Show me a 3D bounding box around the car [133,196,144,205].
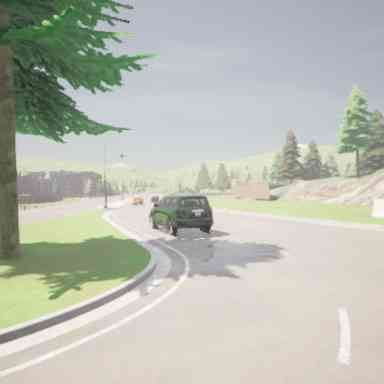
[{"bbox_3d":[-10.023,1.550,62.136,1.882,1.535,5.008,-2,0,-8],"label":"car"}]

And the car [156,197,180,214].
[{"bbox_3d":[-2.697,1.432,36.450,1.882,1.535,5.008,-2,0,-11],"label":"car"}]

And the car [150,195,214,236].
[{"bbox_3d":[-0.731,1.185,18.636,2.150,2.045,5.566,-2,0,-22],"label":"car"}]

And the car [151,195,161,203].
[{"bbox_3d":[-7.612,1.457,70.007,1.882,1.535,5.008,-2,0,-8],"label":"car"}]
